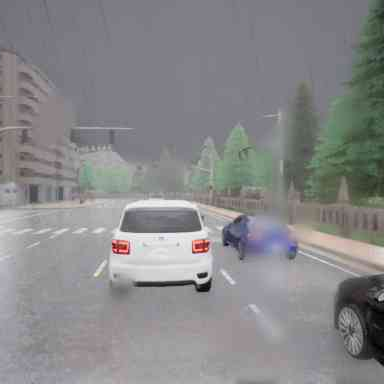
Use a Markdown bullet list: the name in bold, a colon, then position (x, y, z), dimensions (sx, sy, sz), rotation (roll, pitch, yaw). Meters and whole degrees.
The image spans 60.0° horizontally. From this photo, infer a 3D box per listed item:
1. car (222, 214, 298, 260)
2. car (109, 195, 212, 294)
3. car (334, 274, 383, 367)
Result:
- **car**: position (2.348, 1.526, 12.328), dimensions (1.812, 1.442, 4.674), rotation (0, 0, -6)
- **car**: position (-0.798, 1.221, 8.969), dimensions (2.150, 2.045, 5.566), rotation (0, 0, -5)
- **car**: position (3.123, 1.492, 3.100), dimensions (2.128, 1.511, 4.902), rotation (0, 0, -3)
